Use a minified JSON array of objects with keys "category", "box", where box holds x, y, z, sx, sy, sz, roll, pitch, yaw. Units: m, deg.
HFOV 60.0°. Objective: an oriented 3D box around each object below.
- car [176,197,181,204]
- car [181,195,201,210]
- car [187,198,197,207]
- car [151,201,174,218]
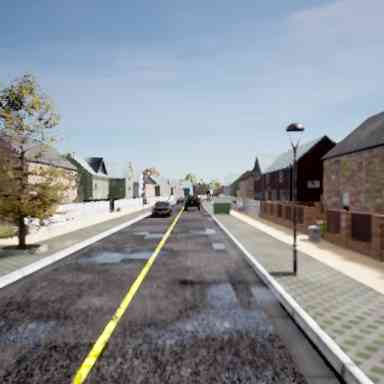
[{"category":"car","box":[-2.455,1.881,72.864,1.994,1.385,4.181,0,0,2]},{"category":"car","box":[0.045,1.445,45.859,2.150,2.045,5.566,0,0,0]},{"category":"car","box":[0.037,1.817,60.179,1.812,1.442,4.674,0,0,1]},{"category":"car","box":[-2.827,1.639,32.240,1.882,1.535,5.008,0,0,0]}]
